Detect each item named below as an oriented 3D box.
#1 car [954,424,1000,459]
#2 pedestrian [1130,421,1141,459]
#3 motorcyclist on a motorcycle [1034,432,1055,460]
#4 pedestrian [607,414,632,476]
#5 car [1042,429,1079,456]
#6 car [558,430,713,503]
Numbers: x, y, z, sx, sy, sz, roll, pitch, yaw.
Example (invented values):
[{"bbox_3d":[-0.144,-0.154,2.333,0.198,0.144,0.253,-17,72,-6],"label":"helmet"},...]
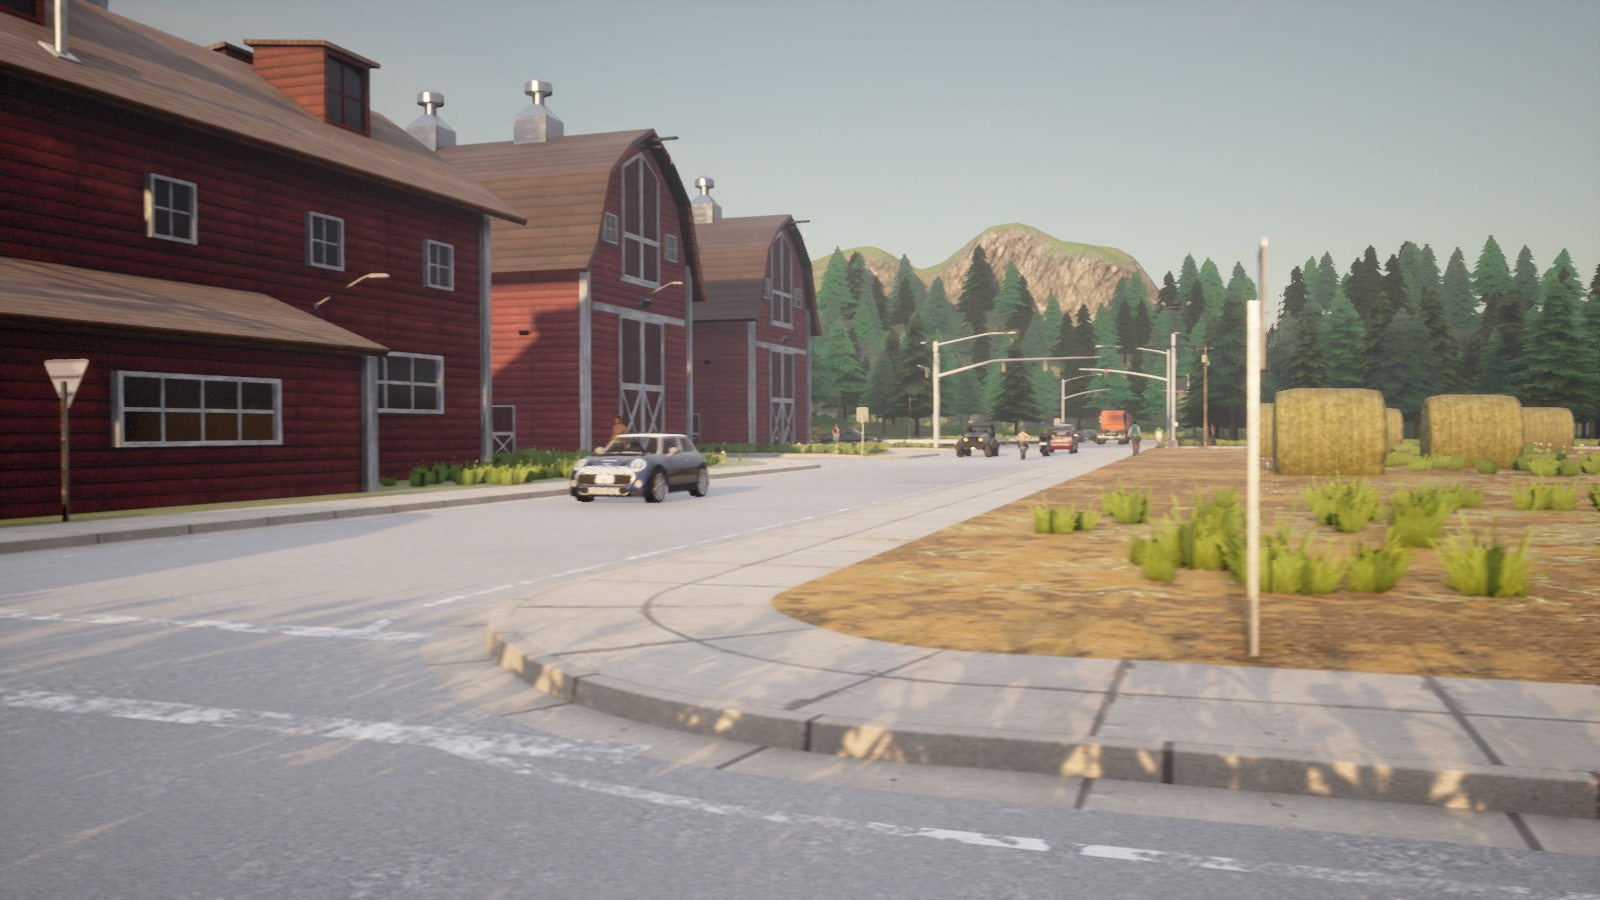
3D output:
[{"bbox_3d":[9.887,-0.485,69.851,1.905,1.878,3.866,1,1,18],"label":"car"},{"bbox_3d":[17.009,-0.497,63.727,0.396,1.930,0.692,1,1,26],"label":"pedestrian"},{"bbox_3d":[13.716,-0.239,70.342,0.866,1.530,2.191,1,1,18],"label":"motorcyclist on a motorcycle"},{"bbox_3d":[-5.292,-0.150,36.799,0.328,1.805,0.869,1,1,22],"label":"pedestrian"},{"bbox_3d":[16.341,-0.501,78.538,1.851,1.617,3.988,1,1,18],"label":"car"},{"bbox_3d":[-3.554,0.307,27.836,1.970,1.475,3.806,1,1,18],"label":"car"}]
